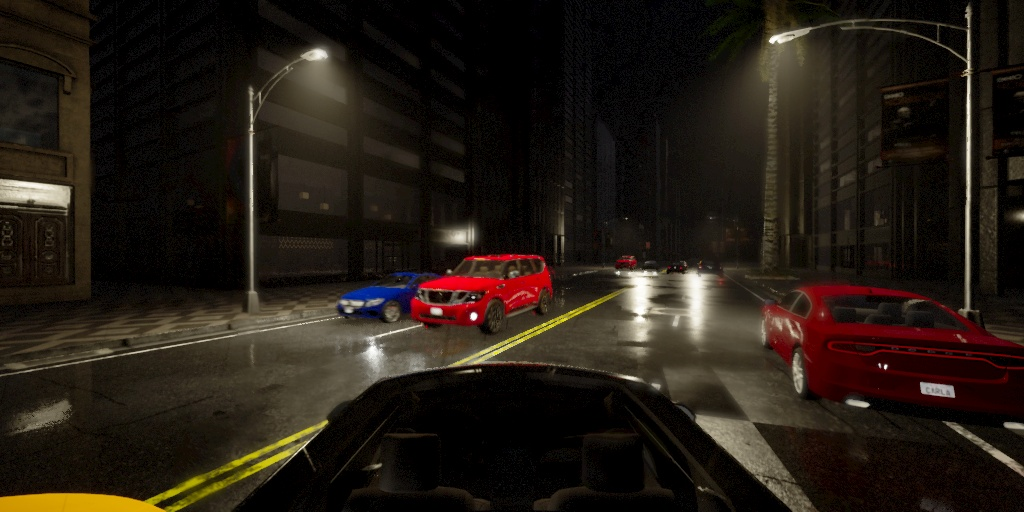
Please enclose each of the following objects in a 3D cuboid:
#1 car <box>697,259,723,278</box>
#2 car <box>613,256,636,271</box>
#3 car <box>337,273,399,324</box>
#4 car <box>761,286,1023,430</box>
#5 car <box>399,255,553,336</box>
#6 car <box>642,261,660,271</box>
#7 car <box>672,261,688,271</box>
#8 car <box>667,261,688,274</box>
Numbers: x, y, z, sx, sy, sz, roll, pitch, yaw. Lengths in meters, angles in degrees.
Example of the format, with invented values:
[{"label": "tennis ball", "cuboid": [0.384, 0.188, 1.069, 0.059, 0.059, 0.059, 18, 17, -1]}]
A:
[{"label": "car", "cuboid": [19.304, 1.117, 34.965, 2.097, 1.767, 4.553, 0, 0, 27]}, {"label": "car", "cuboid": [16.010, 0.997, 50.254, 2.150, 2.045, 5.566, 0, 0, 27]}, {"label": "car", "cuboid": [-3.569, 1.276, 12.250, 1.812, 1.442, 4.674, 0, 0, 27]}, {"label": "car", "cuboid": [5.516, 1.228, 5.895, 1.882, 1.535, 5.008, 0, 0, 27]}, {"label": "car", "cuboid": [-0.545, 0.972, 11.023, 2.150, 2.045, 5.566, 0, 0, 27]}, {"label": "car", "cuboid": [18.909, 1.338, 48.781, 1.994, 1.385, 4.181, 0, 0, 27]}, {"label": "car", "cuboid": [23.558, 1.380, 50.284, 1.895, 1.301, 4.718, 0, 0, 27]}, {"label": "car", "cuboid": [18.667, 1.316, 40.788, 2.033, 1.411, 5.357, 0, 0, 27]}]
